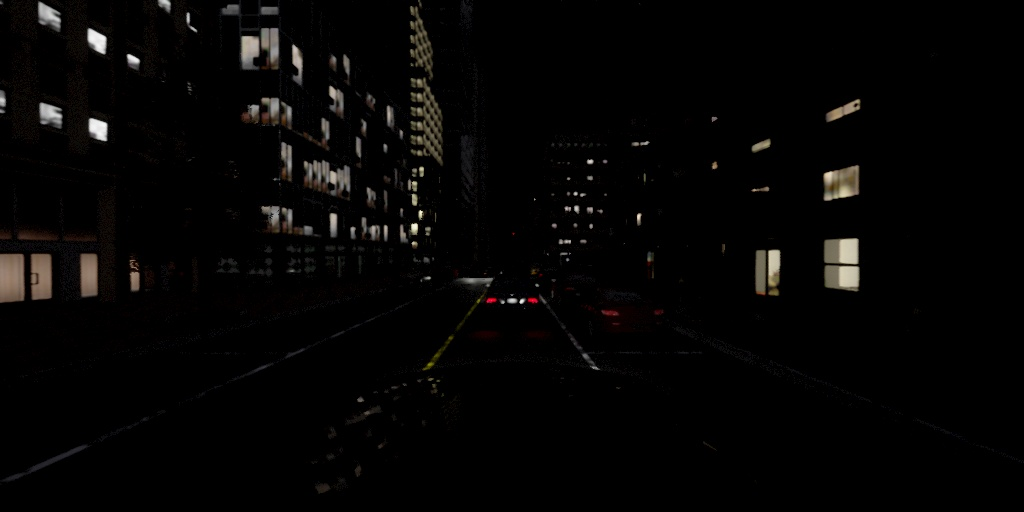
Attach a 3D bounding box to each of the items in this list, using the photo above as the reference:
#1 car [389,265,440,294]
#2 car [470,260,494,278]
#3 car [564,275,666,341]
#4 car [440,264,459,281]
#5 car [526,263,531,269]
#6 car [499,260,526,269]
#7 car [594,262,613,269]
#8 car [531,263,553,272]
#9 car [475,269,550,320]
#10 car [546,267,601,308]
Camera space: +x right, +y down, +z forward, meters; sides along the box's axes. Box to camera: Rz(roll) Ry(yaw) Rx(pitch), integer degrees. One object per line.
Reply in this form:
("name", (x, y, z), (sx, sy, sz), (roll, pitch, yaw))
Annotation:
("car", (-5.844, 1.388, 21.049), (2.007, 1.370, 4.403), (0, 0, 0))
("car", (-3.162, 1.416, 36.770), (1.837, 1.490, 4.892), (0, -1, 0))
("car", (2.704, 1.368, 9.727), (1.802, 1.307, 4.207), (0, 0, 0))
("car", (-5.901, 1.434, 32.339), (1.888, 1.381, 4.507), (0, 0, 0))
("car", (2.724, 1.440, 38.118), (1.751, 1.417, 4.829), (0, 0, 0))
("car", (-0.007, 1.388, 31.129), (1.837, 1.490, 4.892), (0, 0, 0))
("car", (16.151, 1.654, 61.123), (4.403, 1.370, 2.007), (0, 0, 1))
("car", (2.755, 1.413, 26.660), (2.007, 1.370, 4.403), (0, 0, 0))
("car", (0.018, 1.348, 12.851), (2.033, 1.411, 5.357), (0, 0, 0))
("car", (2.724, 1.356, 15.371), (1.888, 1.381, 4.507), (0, 0, 0))
